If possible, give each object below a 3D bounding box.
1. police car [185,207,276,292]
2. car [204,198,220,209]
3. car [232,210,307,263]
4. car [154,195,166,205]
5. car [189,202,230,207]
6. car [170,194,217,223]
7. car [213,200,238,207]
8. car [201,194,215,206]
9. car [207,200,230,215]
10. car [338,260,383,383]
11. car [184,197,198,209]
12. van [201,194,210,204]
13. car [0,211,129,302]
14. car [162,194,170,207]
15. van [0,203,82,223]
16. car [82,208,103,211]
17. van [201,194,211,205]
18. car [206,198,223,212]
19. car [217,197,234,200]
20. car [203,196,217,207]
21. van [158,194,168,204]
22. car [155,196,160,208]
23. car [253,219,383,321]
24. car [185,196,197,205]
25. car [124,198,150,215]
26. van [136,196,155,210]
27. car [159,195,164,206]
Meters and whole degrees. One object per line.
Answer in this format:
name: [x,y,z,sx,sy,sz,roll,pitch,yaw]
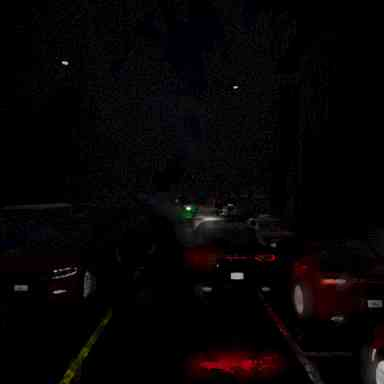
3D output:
police car: [0.872,1.426,9.041,1.930,1.638,5.238,0,0,0]
car: [2.670,1.554,45.294,1.887,1.381,4.507,0,0,0]
car: [2.737,1.526,12.838,1.752,1.417,4.829,0,0,0]
car: [-5.889,1.459,61.589,1.967,1.590,4.097,0,0,0]
car: [0.863,1.527,18.931,1.812,1.442,4.674,0,0,0]
car: [0.288,1.224,25.181,2.150,2.045,5.566,0,0,11]
car: [2.714,1.527,23.713,1.752,1.417,4.829,0,0,0]
car: [2.647,1.330,56.169,2.192,1.841,5.009,0,0,0]
car: [2.693,1.556,34.418,2.008,1.369,4.403,0,0,0]
car: [2.759,1.545,1.793,1.887,1.381,4.507,0,0,0]
car: [-0.083,1.488,46.886,1.882,1.535,5.008,0,0,0]
van: [2.625,1.363,67.044,1.690,1.788,3.998,0,0,0]
car: [-3.117,1.478,8.556,1.882,1.535,5.008,0,0,0]
car: [-3.106,1.364,52.463,2.097,1.767,4.553,0,0,0]
van: [-5.788,1.342,12.651,1.690,1.788,3.998,0,0,0]
car: [-5.799,1.552,18.089,2.008,1.369,4.403,0,0,0]
van: [2.636,1.360,61.607,1.690,1.788,3.998,0,0,0]
car: [2.681,1.532,40.026,1.752,1.417,4.829,0,0,0]
car: [2.703,1.318,28.981,2.192,1.841,5.009,0,0,0]
car: [2.659,1.452,50.731,1.967,1.590,4.097,0,0,0]
van: [-5.900,1.363,67.027,1.690,1.788,3.998,0,0,0]
car: [-5.855,1.534,45.107,1.752,1.417,4.829,0,0,0]
car: [2.748,1.545,7.231,1.887,1.381,4.507,0,0,0]
car: [-0.123,1.510,60.702,2.128,1.511,4.902,0,0,0]
car: [-5.833,1.571,34.401,1.947,1.339,4.313,0,0,0]
van: [-5.844,1.348,39.839,1.690,1.788,3.998,0,0,0]
car: [-5.866,1.578,50.714,1.947,1.339,4.313,0,0,0]
